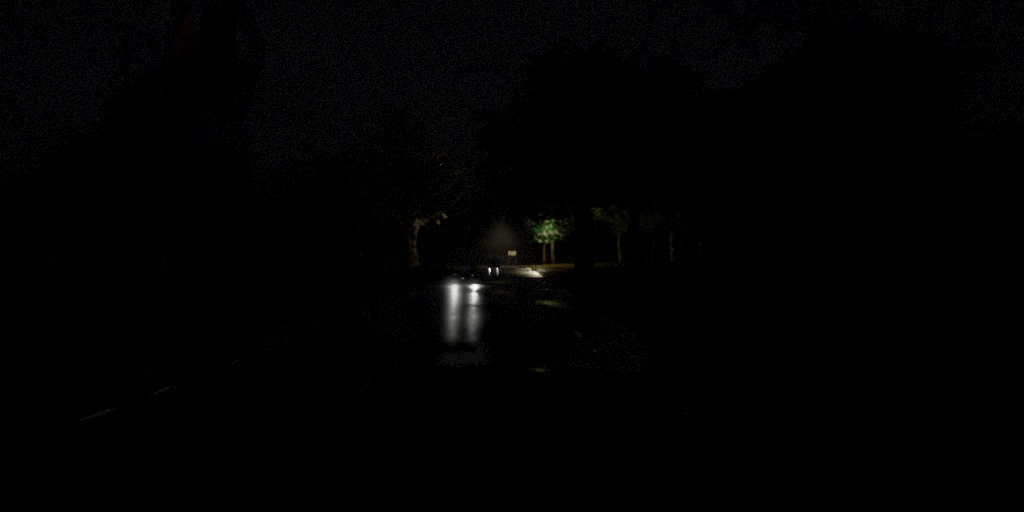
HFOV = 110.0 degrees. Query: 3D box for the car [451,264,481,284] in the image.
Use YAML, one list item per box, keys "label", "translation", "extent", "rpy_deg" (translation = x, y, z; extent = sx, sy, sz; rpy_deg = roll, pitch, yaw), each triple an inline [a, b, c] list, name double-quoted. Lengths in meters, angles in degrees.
- label: "car"
  translation: [-3.591, 1.399, 28.754]
  extent: [1.812, 1.442, 4.674]
  rpy_deg: [0, 0, 0]
